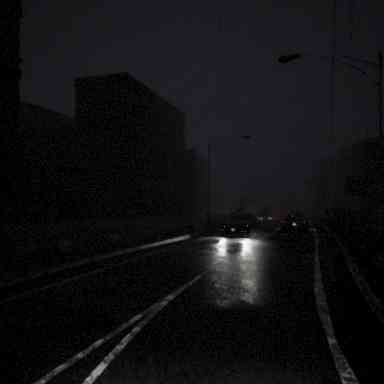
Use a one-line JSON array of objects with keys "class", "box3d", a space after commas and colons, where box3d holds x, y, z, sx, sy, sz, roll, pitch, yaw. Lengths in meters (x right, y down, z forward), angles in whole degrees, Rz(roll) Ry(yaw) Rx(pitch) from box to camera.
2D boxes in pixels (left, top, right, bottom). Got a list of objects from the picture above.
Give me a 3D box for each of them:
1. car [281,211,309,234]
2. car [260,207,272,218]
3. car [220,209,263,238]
[{"class": "car", "box3d": [8.005, 2.389, 25.784, 1.994, 1.385, 4.181, 0, -2, 19]}, {"class": "car", "box3d": [13.895, 3.834, 63.281, 2.150, 2.045, 5.566, 0, -4, 9]}, {"class": "car", "box3d": [3.232, 2.094, 21.919, 1.837, 1.490, 4.892, 0, -2, 20]}]
